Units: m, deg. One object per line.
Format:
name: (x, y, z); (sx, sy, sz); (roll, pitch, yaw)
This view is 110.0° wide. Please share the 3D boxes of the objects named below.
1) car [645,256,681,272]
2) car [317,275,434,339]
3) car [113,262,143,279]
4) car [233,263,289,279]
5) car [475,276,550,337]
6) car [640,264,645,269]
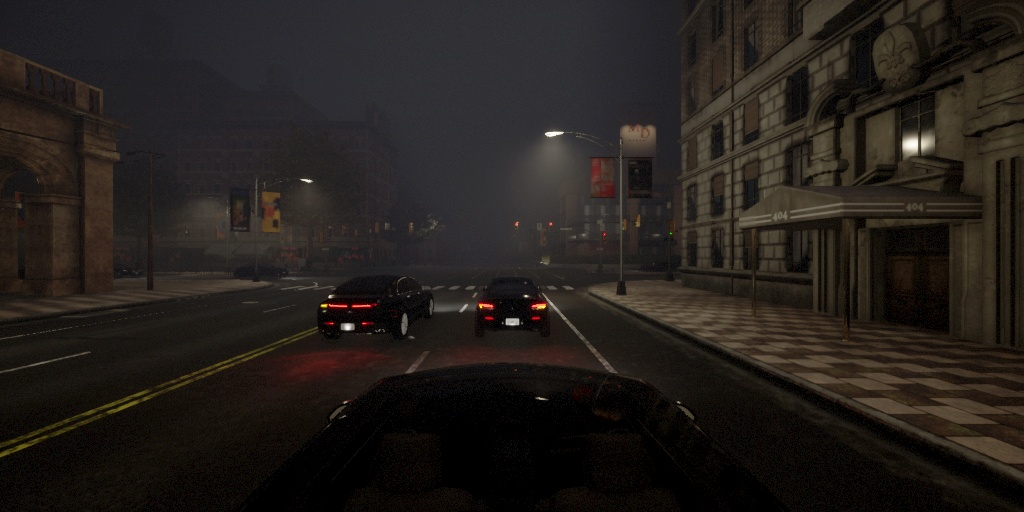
car: (19.991, 0.971, 44.331); (5.566, 2.045, 2.150); (0, 0, 1)
car: (-3.494, 1.255, 10.036); (1.837, 1.490, 4.892); (0, 0, 0)
car: (-36.300, 1.275, 32.438); (4.674, 1.442, 1.812); (0, 0, 0)
car: (-22.648, 1.314, 32.488); (4.181, 1.385, 1.994); (0, 0, 0)
car: (0.007, 1.276, 10.156); (1.812, 1.442, 4.674); (0, 0, 0)
car: (19.999, 1.297, 47.848); (5.357, 1.411, 2.033); (0, 0, 0)
